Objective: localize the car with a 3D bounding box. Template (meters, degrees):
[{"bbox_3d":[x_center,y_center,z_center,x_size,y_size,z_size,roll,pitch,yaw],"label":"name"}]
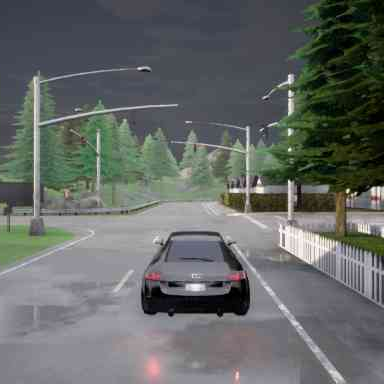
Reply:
[{"bbox_3d":[0.077,1.564,7.565,1.994,1.385,4.181,0,0,1],"label":"car"}]
